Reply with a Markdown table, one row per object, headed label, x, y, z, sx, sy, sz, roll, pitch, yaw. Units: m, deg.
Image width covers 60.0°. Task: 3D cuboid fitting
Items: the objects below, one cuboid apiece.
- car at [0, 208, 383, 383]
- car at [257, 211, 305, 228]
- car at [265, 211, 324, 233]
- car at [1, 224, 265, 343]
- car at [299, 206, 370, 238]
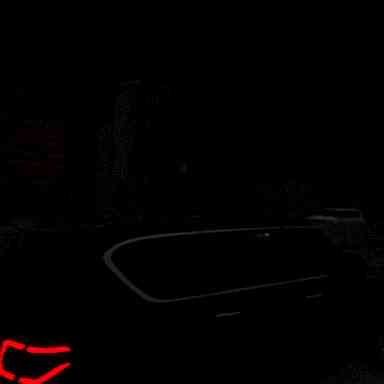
| label | x | y | z | sx | sy | sz | roll | pitch | yaw |
| --- | --- | --- | --- | --- | --- | --- | --- | --- | --- |
| car | 0.540 | 1.252 | 4.130 | 5.566 | 2.045 | 2.150 | 1 | -1 | -35 |
| car | 8.468 | 2.634 | 31.510 | 4.674 | 1.442 | 1.812 | 4 | -2 | -35 |
| car | 8.447 | 2.442 | 27.200 | 5.008 | 1.535 | 1.882 | 4 | -2 | -35 |
| car | -1.008 | 1.590 | 7.325 | 5.357 | 1.411 | 2.033 | 1 | -1 | -35 |
| car | 10.521 | 2.192 | 24.382 | 5.566 | 2.045 | 2.150 | 4 | -3 | -35 |
